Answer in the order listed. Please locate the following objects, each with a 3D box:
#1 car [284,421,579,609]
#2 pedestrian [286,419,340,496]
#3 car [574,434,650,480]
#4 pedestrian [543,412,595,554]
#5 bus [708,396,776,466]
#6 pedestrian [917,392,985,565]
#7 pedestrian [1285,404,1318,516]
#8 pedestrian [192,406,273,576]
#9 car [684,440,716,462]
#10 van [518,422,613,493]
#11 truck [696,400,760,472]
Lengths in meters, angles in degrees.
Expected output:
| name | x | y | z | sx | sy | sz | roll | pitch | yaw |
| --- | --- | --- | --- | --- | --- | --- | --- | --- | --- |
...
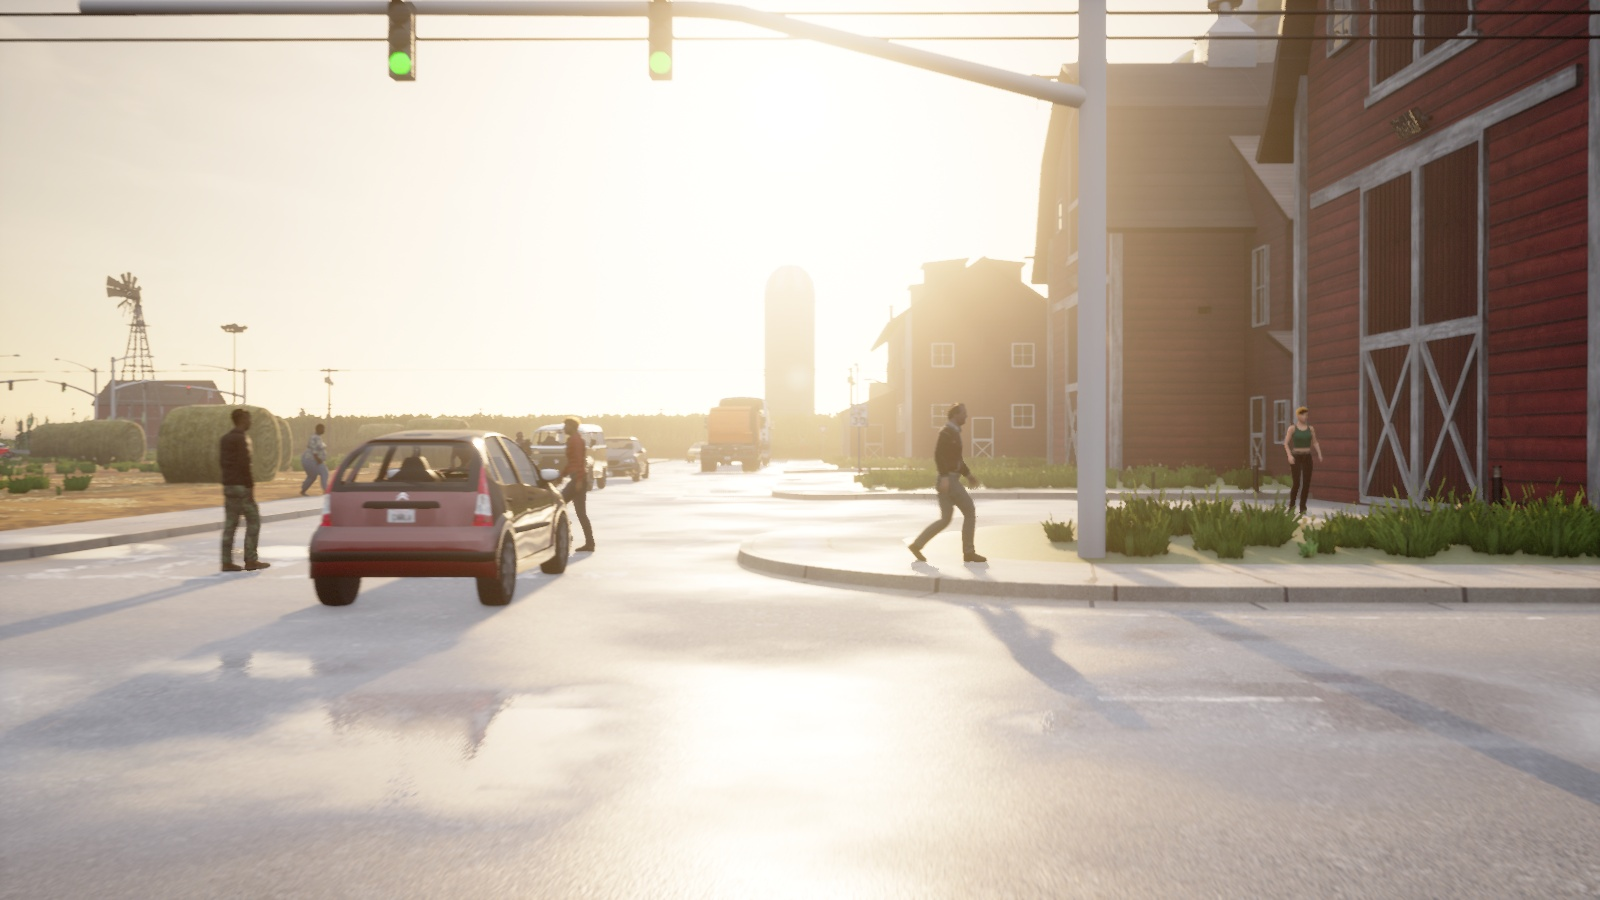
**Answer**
| name | x | y | z | sx | sy | sz | roll | pitch | yaw |
| --- | --- | --- | --- | --- | --- | --- | --- | --- | --- |
| car | -3.520 | 0.549 | 12.804 | 1.851 | 1.617 | 3.988 | 0 | 0 | 0 |
| pedestrian | -11.836 | 0.172 | 30.522 | 0.900 | 1.855 | 0.874 | 0 | 0 | 9 |
| car | -7.088 | 0.232 | 47.835 | 2.242 | 1.667 | 4.611 | 0 | 1 | 0 |
| pedestrian | -3.024 | 0.426 | 16.483 | 0.636 | 1.846 | 0.331 | 0 | 0 | -5 |
| bus | -3.637 | -1.204 | 81.371 | 3.944 | 4.253 | 10.273 | 0 | 0 | 0 |
| pedestrian | 1.655 | 0.306 | 13.722 | 0.720 | 1.854 | 0.376 | 0 | 0 | 8 |
| pedestrian | 8.346 | 0.169 | 20.910 | 0.345 | 1.836 | 0.594 | 0 | 0 | 6 |
| pedestrian | -6.304 | 0.438 | 13.967 | 0.431 | 1.840 | 0.703 | 0 | 0 | 37 |
| car | -7.103 | 0.049 | 89.471 | 1.801 | 1.575 | 5.366 | 0 | 0 | 1 |
| van | -7.065 | 0.189 | 38.246 | 2.069 | 2.038 | 4.480 | 0 | 0 | 0 |
| truck | -3.609 | -0.694 | 64.829 | 2.891 | 3.462 | 7.936 | 0 | 0 | 0 |
